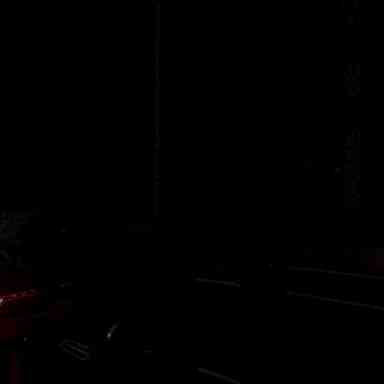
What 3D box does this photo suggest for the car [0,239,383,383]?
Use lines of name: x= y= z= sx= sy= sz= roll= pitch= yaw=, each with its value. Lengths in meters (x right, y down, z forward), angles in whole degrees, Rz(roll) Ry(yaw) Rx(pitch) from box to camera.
car: x=0.733 y=1.313 z=2.436 sx=5.009 sy=1.841 sz=2.192 roll=0 pitch=0 yaw=35
